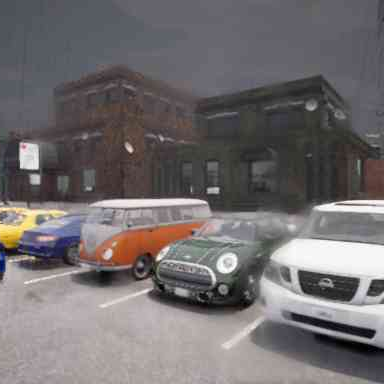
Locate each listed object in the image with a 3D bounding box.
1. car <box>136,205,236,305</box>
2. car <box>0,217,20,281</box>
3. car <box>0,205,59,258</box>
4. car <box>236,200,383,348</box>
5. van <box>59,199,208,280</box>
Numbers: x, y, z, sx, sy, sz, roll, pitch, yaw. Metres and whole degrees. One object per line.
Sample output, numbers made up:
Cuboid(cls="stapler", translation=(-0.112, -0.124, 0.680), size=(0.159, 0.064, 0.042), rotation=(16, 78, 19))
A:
Cuboid(cls="car", translation=(1.096, 1.325, 8.205), size=(2.185, 1.767, 4.553), rotation=(1, 0, 35))
Cuboid(cls="car", translation=(-6.390, 1.396, 7.920), size=(5.008, 1.535, 1.882), rotation=(1, 0, 35))
Cuboid(cls="car", translation=(-5.556, 1.373, 13.126), size=(1.946, 1.575, 5.366), rotation=(1, 0, 35))
Cuboid(cls="car", translation=(3.311, 1.221, 6.556), size=(2.435, 2.045, 5.566), rotation=(1, 0, 35))
Cuboid(cls="van", translation=(-1.236, 1.201, 9.682), size=(1.878, 1.987, 4.442), rotation=(1, 0, 35))
